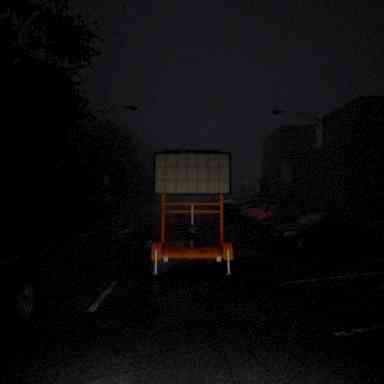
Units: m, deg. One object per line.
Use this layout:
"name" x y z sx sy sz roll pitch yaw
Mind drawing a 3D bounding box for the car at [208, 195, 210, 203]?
"car" 5.538 1.545 52.791 4.553 1.767 2.185 1 0 -20

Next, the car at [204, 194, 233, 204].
"car" 5.562 1.522 70.831 5.566 2.045 2.435 1 -1 -20

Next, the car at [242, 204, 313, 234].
"car" 5.307 1.549 16.746 4.792 1.488 2.163 1 0 -20

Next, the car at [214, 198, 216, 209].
"car" 5.229 1.562 31.700 5.366 1.575 1.946 1 0 -20

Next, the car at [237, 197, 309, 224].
"car" 5.379 1.403 19.766 4.553 1.767 2.185 1 0 -20

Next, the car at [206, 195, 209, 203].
"car" 5.507 1.687 55.793 5.008 1.535 2.097 1 -1 -20

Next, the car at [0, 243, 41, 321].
"car" -3.848 1.500 4.513 2.128 1.511 4.902 0 0 0

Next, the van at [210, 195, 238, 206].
"van" 5.635 1.480 58.839 4.442 1.987 1.878 1 -1 -20

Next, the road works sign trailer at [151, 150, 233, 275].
"road works sign trailer" 0.011 0.485 10.486 2.380 3.560 2.880 0 0 0

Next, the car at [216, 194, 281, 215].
"car" 5.378 1.305 28.743 5.566 2.045 2.435 1 0 -20

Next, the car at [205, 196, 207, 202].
"car" 5.360 1.733 64.737 5.366 1.575 1.946 1 0 -20

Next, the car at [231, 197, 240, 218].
"car" 5.392 1.412 22.768 4.553 1.767 2.185 1 0 -20

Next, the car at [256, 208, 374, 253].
"car" 5.327 1.553 13.754 4.674 1.452 2.002 1 0 -20

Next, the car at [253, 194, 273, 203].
"car" 18.564 1.624 86.794 2.435 2.045 5.566 0 0 -21

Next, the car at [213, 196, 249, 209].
"car" 5.448 1.511 46.774 4.553 1.767 2.185 1 -1 -20

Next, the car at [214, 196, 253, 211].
"car" 5.434 1.495 43.773 4.553 1.767 2.185 1 -1 -20

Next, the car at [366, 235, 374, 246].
"car" 5.315 1.496 4.754 4.892 1.521 2.231 1 0 -20

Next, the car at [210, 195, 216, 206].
"car" 5.412 1.341 37.759 5.566 2.045 2.435 1 0 -20

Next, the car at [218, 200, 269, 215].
"car" 5.390 1.609 34.757 4.792 1.488 2.163 1 0 -20

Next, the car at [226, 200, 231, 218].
"car" 5.370 1.586 25.764 4.674 1.452 2.002 1 0 -20
